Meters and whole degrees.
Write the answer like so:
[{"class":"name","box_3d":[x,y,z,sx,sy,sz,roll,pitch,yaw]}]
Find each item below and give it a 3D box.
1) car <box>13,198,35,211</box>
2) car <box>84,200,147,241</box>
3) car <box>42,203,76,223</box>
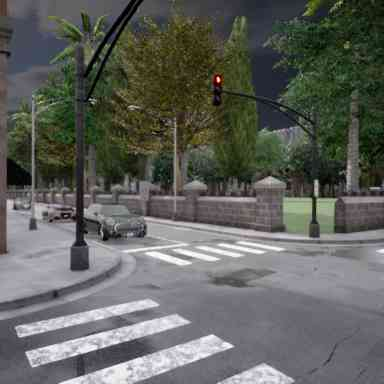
[{"class":"car","box_3d":[-20.121,1.480,39.669,2.128,1.511,4.902,0,0,-35]},{"class":"car","box_3d":[-4.060,1.345,16.913,2.097,1.767,4.553,0,0,-34]},{"class":"car","box_3d":[-10.244,1.554,25.694,1.994,1.385,4.181,0,0,-35]}]
